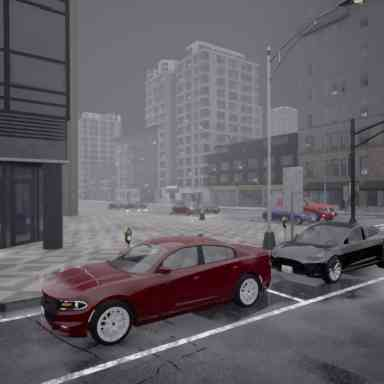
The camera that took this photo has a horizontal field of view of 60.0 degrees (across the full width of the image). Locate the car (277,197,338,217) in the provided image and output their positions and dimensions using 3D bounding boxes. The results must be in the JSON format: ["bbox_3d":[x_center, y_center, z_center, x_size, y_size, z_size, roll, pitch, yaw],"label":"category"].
[{"bbox_3d":[9.795,1.457,29.113,2.150,2.045,5.566,0,-1,-35],"label":"car"}]

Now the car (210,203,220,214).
[{"bbox_3d":[1.460,1.922,40.896,1.837,1.490,4.892,0,0,-35],"label":"car"}]

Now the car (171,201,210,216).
[{"bbox_3d":[-0.500,1.771,38.037,2.097,1.767,4.553,0,0,-35],"label":"car"}]

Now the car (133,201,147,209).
[{"bbox_3d":[-9.657,2.221,56.765,2.033,1.411,5.357,0,0,-35],"label":"car"}]

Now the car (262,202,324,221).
[{"bbox_3d":[7.653,1.766,26.517,1.812,1.442,4.674,0,-1,-35],"label":"car"}]

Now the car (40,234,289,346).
[{"bbox_3d":[-0.436,1.544,6.342,4.507,1.381,1.887,0,0,-36],"label":"car"}]

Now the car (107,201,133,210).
[{"bbox_3d":[-12.307,2.208,54.884,2.033,1.411,5.357,0,0,-35],"label":"car"}]

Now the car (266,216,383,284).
[{"bbox_3d":[4.159,1.564,9.619,4.313,1.339,1.947,0,0,-36],"label":"car"}]
